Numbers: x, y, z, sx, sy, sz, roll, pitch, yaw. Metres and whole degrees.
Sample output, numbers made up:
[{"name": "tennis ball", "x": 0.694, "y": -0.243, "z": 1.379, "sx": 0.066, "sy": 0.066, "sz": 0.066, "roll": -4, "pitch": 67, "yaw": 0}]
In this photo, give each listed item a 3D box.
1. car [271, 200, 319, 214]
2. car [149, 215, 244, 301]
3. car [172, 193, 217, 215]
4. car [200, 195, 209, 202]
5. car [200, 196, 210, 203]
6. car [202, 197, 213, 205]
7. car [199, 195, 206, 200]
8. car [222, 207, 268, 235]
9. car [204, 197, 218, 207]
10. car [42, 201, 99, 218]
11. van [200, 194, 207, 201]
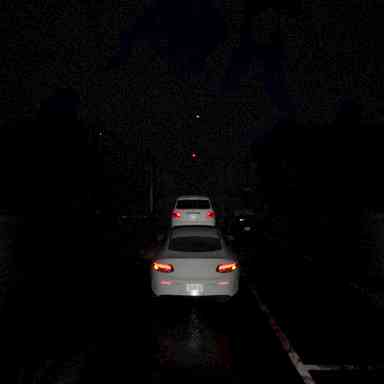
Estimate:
[{"name": "car", "x": 9.951, "y": 1.506, "z": 33.156, "sx": 4.718, "sy": 1.301, "sz": 1.895, "roll": 0, "pitch": 1, "yaw": 0}, {"name": "car", "x": 0.082, "y": 1.523, "z": 8.175, "sx": 1.812, "sy": 1.442, "sz": 4.674, "roll": 0, "pitch": 0, "yaw": 1}, {"name": "car", "x": 0.092, "y": 1.217, "z": 17.925, "sx": 2.150, "sy": 2.045, "sz": 5.566, "roll": 0, "pitch": 0, "yaw": 1}, {"name": "car", "x": 2.886, "y": 1.453, "z": 78.389, "sx": 1.967, "sy": 1.590, "sz": 4.097, "roll": -1, "pitch": 0, "yaw": 0}, {"name": "car", "x": 2.869, "y": 1.556, "z": 72.856, "sx": 1.887, "sy": 1.381, "sz": 4.507, "roll": -1, "pitch": 0, "yaw": 0}, {"name": "car", "x": 2.832, "y": 1.588, "z": 61.791, "sx": 1.802, "sy": 1.307, "sz": 4.206, "roll": -1, "pitch": 0, "yaw": 0}, {"name": "car", "x": 2.945, "y": 1.571, "z": 94.986, "sx": 2.008, "sy": 1.369, "sz": 4.403, "roll": -1, "pitch": 0, "yaw": 0}, {"name": "car", "x": 2.683, "y": 1.546, "z": 18.281, "sx": 2.008, "sy": 1.369, "sz": 4.403, "roll": -1, "pitch": 0, "yaw": 0}, {"name": "car", "x": 2.793, "y": 1.547, "z": 50.726, "sx": 1.887, "sy": 1.381, "sz": 4.507, "roll": -1, "pitch": 0, "yaw": 0}, {"name": "car", "x": -11.036, "y": 1.593, "z": 30.279, "sx": 4.902, "sy": 1.511, "sz": 2.128, "roll": 0, "pitch": 1, "yaw": 0}, {"name": "van", "x": 2.902, "y": 1.357, "z": 83.921, "sx": 1.690, "sy": 1.788, "sz": 3.998, "roll": -1, "pitch": 0, "yaw": 0}]
